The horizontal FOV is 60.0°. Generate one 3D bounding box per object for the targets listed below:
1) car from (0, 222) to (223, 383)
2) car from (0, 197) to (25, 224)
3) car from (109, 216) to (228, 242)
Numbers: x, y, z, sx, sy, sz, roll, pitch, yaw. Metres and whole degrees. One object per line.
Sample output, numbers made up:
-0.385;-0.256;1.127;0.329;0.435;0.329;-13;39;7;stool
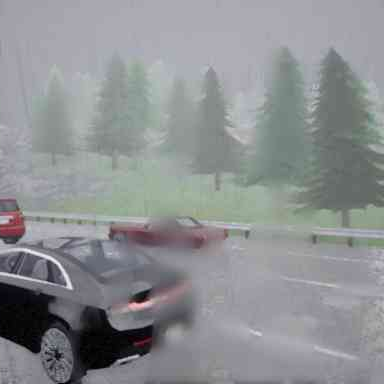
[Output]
-2.216;1.490;5.372;4.902;1.511;2.128;0;0;34;car
-9.451;1.226;14.153;5.566;2.045;2.150;0;0;32;car
-1.097;1.589;13.047;4.718;1.301;1.895;0;0;33;car
